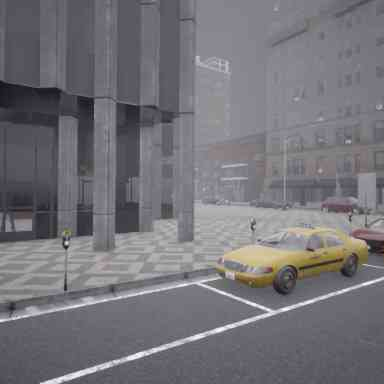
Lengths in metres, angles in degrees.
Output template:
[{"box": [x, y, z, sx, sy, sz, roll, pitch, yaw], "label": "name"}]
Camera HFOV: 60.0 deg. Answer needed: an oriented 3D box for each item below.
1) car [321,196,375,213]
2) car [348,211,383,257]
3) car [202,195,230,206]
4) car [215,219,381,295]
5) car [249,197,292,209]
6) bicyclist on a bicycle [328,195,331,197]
[{"box": [14.578, 1.198, 31.177, 2.097, 1.767, 4.553, 1, 0, -35], "label": "car"}, {"box": [7.520, 1.547, 12.121, 4.507, 1.381, 1.887, 0, 1, -36], "label": "car"}, {"box": [3.391, 1.161, 47.060, 2.128, 1.511, 4.902, 1, 0, -35], "label": "car"}, {"box": [2.803, 1.527, 8.755, 4.829, 1.417, 1.752, 0, 1, -36], "label": "car"}, {"box": [9.065, 1.307, 38.992, 2.033, 1.411, 5.357, 1, 0, -36], "label": "car"}, {"box": [16.342, 1.158, 39.501, 1.656, 1.620, 0.582, 0, 0, -35], "label": "bicyclist on a bicycle"}]
